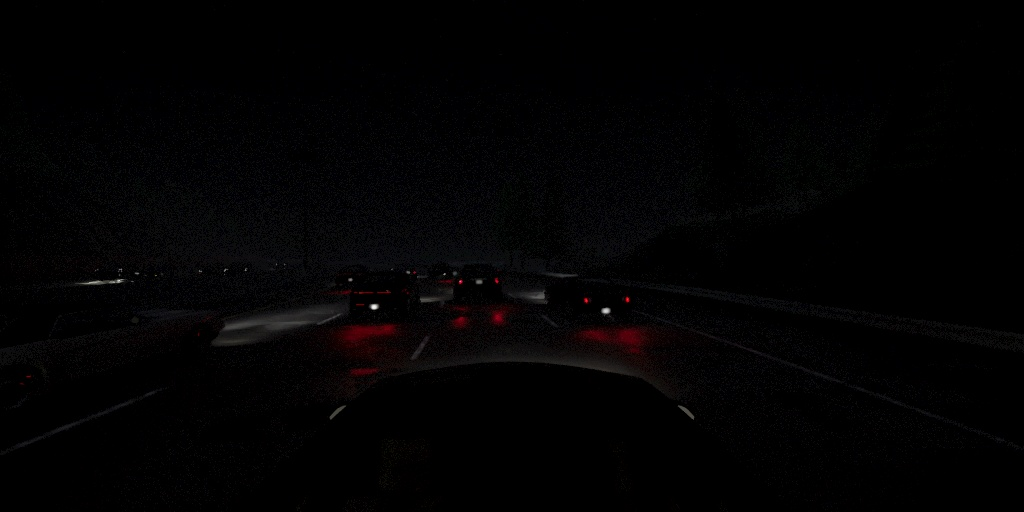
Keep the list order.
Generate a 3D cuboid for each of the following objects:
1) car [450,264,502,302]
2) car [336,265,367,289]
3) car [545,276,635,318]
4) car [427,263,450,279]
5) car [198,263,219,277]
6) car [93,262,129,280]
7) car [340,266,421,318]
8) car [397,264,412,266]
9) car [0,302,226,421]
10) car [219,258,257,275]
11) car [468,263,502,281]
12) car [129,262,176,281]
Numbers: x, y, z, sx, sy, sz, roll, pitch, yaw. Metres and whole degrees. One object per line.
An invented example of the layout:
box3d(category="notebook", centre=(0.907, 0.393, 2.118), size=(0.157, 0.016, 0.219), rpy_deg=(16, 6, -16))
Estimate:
box3d(category="car", centre=(-1.797, 1.156, 17.617), size=(2.097, 1.767, 4.553), rpy_deg=(0, 0, -10))
box3d(category="car", centre=(-10.784, 1.346, 24.696), size=(1.882, 1.535, 5.008), rpy_deg=(0, 0, -17))
box3d(category="car", centre=(2.555, 1.370, 13.044), size=(1.895, 1.301, 4.718), rpy_deg=(0, 0, -7))
box3d(category="car", centre=(-6.991, 1.382, 34.524), size=(1.837, 1.490, 4.892), rpy_deg=(0, 0, -22))
box3d(category="car", centre=(-33.044, 1.526, 39.736), size=(1.837, 1.490, 4.892), rpy_deg=(0, 0, -28))
box3d(category="car", centre=(-38.540, 1.391, 35.138), size=(2.097, 1.767, 4.553), rpy_deg=(0, 0, -28))
box3d(category="car", centre=(-4.598, 1.311, 13.409), size=(1.837, 1.490, 4.892), rpy_deg=(0, 0, -9))
box3d(category="car", centre=(-9.585, 1.430, 31.892), size=(2.033, 1.411, 5.357), rpy_deg=(0, 0, -22))
box3d(category="car", centre=(-7.200, 1.398, 5.778), size=(1.895, 1.301, 4.718), rpy_deg=(0, 0, -3))
box3d(category="car", centre=(-26.886, 1.331, 35.525), size=(2.097, 1.767, 4.553), rpy_deg=(0, 0, -28))
box3d(category="car", centre=(-2.526, 1.414, 32.689), size=(1.994, 1.385, 4.181), rpy_deg=(0, 0, -21))
box3d(category="car", centre=(-34.306, 1.522, 34.615), size=(1.837, 1.490, 4.892), rpy_deg=(0, -1, -28))
